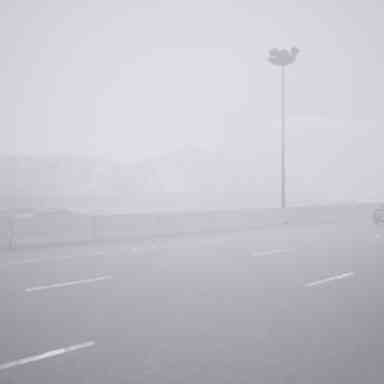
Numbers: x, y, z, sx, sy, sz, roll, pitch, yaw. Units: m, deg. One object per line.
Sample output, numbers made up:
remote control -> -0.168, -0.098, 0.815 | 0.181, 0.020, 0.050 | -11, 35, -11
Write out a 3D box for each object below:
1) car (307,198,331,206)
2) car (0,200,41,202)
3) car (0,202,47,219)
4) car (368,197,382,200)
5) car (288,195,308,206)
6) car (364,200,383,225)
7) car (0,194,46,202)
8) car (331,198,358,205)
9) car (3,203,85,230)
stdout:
car -> 20.267, 1.596, 51.824 | 1.895, 1.301, 4.718 | 0, 0, 44
car -> -14.180, 1.551, 23.973 | 5.357, 1.411, 2.033 | 0, 0, -36
car -> -11.645, 1.567, 21.484 | 4.181, 1.385, 1.994 | 0, 0, -36
car -> 26.466, 1.520, 48.273 | 1.812, 1.442, 4.674 | 0, 0, 43
car -> 17.432, 1.348, 53.978 | 2.097, 1.767, 4.553 | 0, 0, 44
car -> 14.060, 1.489, 22.532 | 4.902, 1.511, 2.128 | 0, 0, -38
car -> -15.008, 1.226, 27.681 | 5.566, 2.045, 2.150 | 0, 0, -36
car -> 22.976, 1.595, 49.600 | 1.895, 1.301, 4.718 | 0, 0, 44
car -> -8.428, 1.566, 19.481 | 4.181, 1.385, 1.994 | 0, 0, -36
